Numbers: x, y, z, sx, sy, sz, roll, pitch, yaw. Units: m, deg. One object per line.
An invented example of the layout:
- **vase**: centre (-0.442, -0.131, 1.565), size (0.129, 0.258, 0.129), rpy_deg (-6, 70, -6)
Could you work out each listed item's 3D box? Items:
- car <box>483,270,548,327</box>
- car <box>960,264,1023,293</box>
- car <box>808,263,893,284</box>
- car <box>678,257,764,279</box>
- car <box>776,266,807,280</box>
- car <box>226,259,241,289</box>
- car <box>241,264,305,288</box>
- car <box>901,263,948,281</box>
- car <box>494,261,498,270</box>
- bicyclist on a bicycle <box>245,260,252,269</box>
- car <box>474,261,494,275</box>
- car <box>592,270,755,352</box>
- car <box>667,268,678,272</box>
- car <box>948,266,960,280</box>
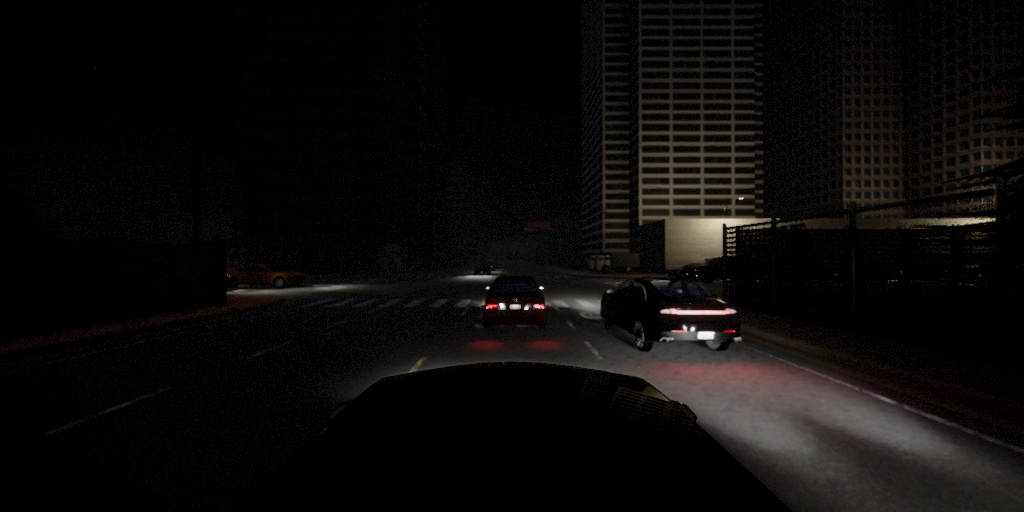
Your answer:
- **car**: centre (0.089, 1.352, 11.673), size (2.033, 1.411, 5.357), rpy_deg (0, 0, 0)
- **car**: centre (29.464, 1.287, 20.427), size (4.902, 1.511, 2.128), rpy_deg (0, 0, 0)
- **car**: centre (26.236, 1.313, 27.610), size (5.008, 1.535, 1.882), rpy_deg (0, 0, 0)
- **car**: centre (16.248, 1.057, 27.595), size (5.566, 2.045, 2.150), rpy_deg (0, 0, 0)
- **car**: centre (25.354, 1.332, 31.109), size (5.008, 1.535, 1.882), rpy_deg (0, 0, 0)
- **car**: centre (-18.725, 1.150, 20.550), size (4.553, 1.767, 2.097), rpy_deg (0, 0, 3)
- **car**: centre (-16.483, 1.293, 23.897), size (5.008, 1.535, 1.882), rpy_deg (0, 0, 1)
- **car**: centre (36.463, 1.360, 31.122), size (4.892, 1.490, 1.837), rpy_deg (0, 0, 0)
- **car**: centre (-3.574, 1.514, 54.320), size (1.882, 1.535, 5.008), rpy_deg (0, 0, 0)
- **bicyclist on a bicycle**: centre (-26.515, 1.183, 36.131), size (0.582, 1.620, 1.656), rpy_deg (0, 0, 10)
- **car**: centre (-3.558, 1.581, 43.886), size (1.895, 1.301, 4.718), rpy_deg (0, 0, 0)
- **car**: centre (3.602, 1.282, 9.091), size (2.128, 1.511, 4.902), rpy_deg (0, 0, 0)
- **car**: centre (15.863, 1.359, 31.094), size (4.892, 1.490, 1.837), rpy_deg (0, 0, 0)
- **car**: centre (37.333, 1.341, 27.622), size (4.892, 1.490, 1.837), rpy_deg (0, 0, 0)
